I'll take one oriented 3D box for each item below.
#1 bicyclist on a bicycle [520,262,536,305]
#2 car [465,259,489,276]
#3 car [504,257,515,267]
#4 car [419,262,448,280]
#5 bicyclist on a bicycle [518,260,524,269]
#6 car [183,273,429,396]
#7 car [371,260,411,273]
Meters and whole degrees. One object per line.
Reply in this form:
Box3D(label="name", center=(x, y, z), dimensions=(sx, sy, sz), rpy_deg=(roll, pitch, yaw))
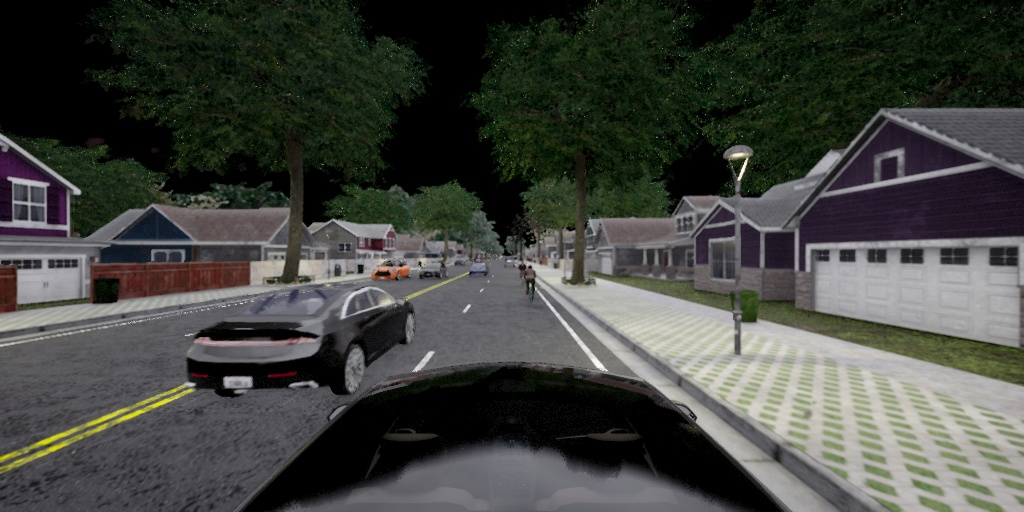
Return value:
Box3D(label="bicyclist on a bicycle", center=(0.788, 1.210, 15.282), dimensions=(0.582, 1.620, 1.656), rpy_deg=(0, 0, 0))
Box3D(label="car", center=(-3.443, 1.317, 38.311), dimensions=(2.033, 1.411, 5.357), rpy_deg=(0, 0, 0))
Box3D(label="car", center=(-0.409, 1.339, 65.176), dimensions=(2.033, 1.411, 5.357), rpy_deg=(0, 0, 0))
Box3D(label="car", center=(-6.834, 1.272, 31.582), dimensions=(1.837, 1.490, 4.892), rpy_deg=(0, 0, 0))
Box3D(label="bicyclist on a bicycle", center=(0.716, 1.132, 24.296), dimensions=(0.659, 1.776, 1.843), rpy_deg=(0, 0, 0))
Box3D(label="car", center=(-3.186, 1.245, 6.566), dimensions=(2.128, 1.511, 4.902), rpy_deg=(0, 0, 0))
Box3D(label="car", center=(-10.073, 1.120, 30.073), dimensions=(2.097, 1.767, 4.553), rpy_deg=(0, 0, 0))
